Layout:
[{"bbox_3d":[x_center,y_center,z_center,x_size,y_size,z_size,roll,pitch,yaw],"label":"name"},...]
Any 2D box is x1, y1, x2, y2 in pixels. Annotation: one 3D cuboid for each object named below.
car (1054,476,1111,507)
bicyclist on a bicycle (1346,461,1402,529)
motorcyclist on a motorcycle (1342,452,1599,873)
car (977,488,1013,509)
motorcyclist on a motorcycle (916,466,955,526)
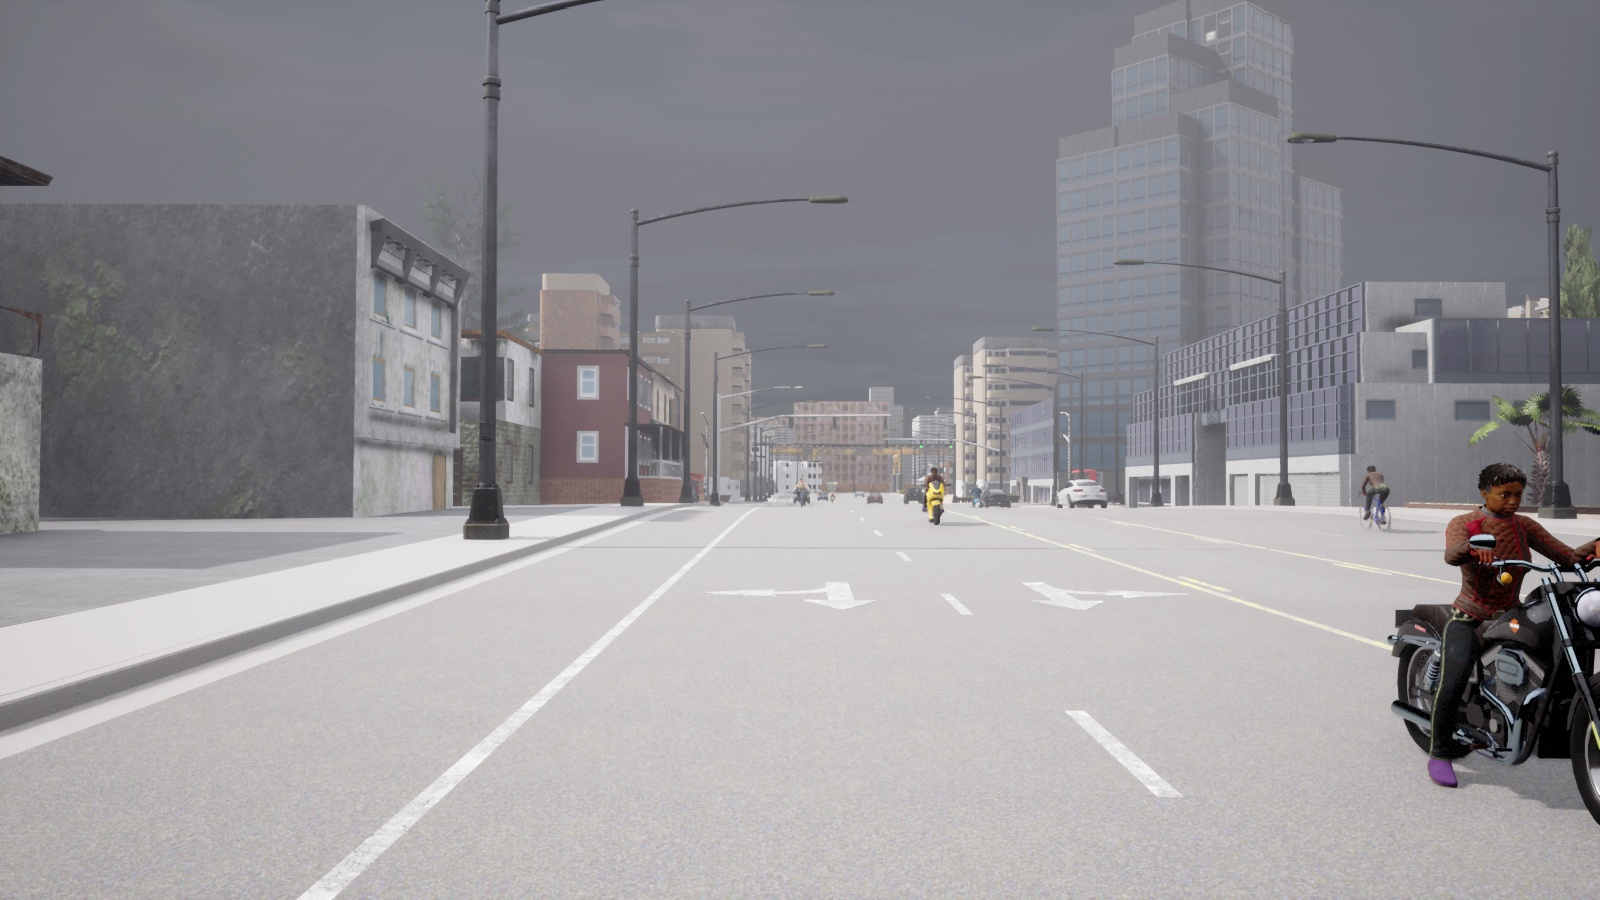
[{"bbox_3d":[14.109,2.119,62.990,1.812,1.442,4.674,0,-3,0],"label":"car"},{"bbox_3d":[14.057,1.090,30.793,0.582,1.620,1.656,0,-1,0],"label":"bicyclist on a bicycle"},{"bbox_3d":[3.520,0.843,6.085,0.766,1.649,2.350,0,-1,0],"label":"motorcyclist on a motorcycle"},{"bbox_3d":[14.159,3.491,91.471,1.837,1.490,4.892,0,-2,0],"label":"car"},{"bbox_3d":[3.561,1.185,33.169,0.797,1.523,2.044,0,-1,0],"label":"motorcyclist on a motorcycle"}]
